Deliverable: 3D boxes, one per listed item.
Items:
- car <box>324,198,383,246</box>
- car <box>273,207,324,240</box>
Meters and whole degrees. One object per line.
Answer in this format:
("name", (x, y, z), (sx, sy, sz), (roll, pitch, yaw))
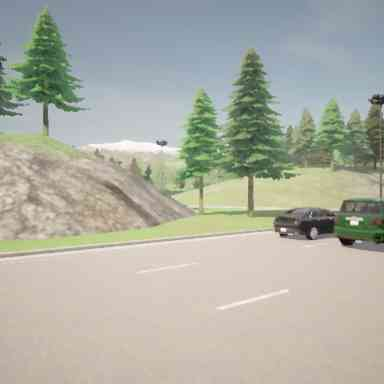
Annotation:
("car", (8.293, 1.255, 14.084), (5.566, 2.045, 2.150), (0, 0, -35))
("car", (6.236, 1.513, 16.916), (4.892, 1.490, 1.837), (0, 0, -35))
